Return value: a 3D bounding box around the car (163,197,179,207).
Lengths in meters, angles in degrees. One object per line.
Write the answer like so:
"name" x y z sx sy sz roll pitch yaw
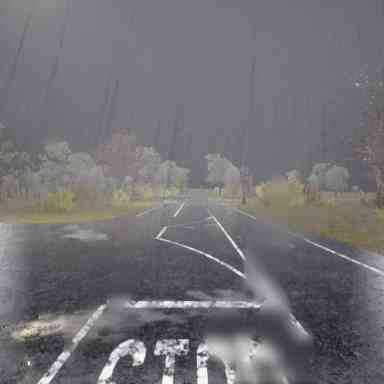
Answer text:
"car" -3.318 1.540 50.071 1.895 1.301 4.718 0 0 0

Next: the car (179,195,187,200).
"car" -2.529 1.405 86.002 1.994 1.385 4.181 0 0 5
